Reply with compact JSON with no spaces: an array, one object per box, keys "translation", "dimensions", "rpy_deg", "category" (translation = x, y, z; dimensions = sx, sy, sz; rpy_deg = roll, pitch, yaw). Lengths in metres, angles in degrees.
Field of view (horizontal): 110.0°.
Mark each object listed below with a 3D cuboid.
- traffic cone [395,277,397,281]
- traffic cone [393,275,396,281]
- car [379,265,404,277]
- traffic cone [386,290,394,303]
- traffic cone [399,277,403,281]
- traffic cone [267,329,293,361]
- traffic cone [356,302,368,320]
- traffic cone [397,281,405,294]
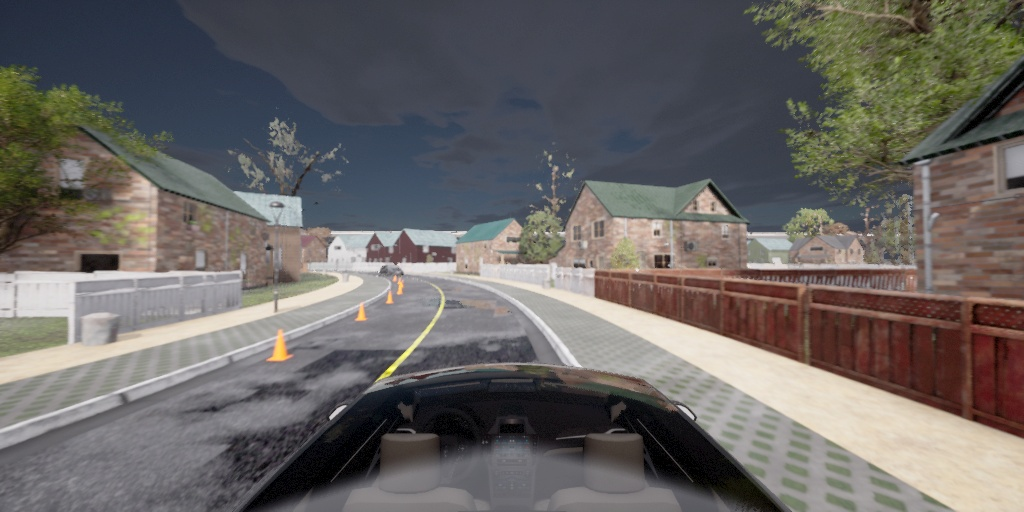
[{"translation":[-9.625,2.088,30.856],"dimensions":[0.340,0.580,0.340],"rpy_deg":[0,0,-21],"category":"traffic cone"},{"translation":[-11.513,2.143,35.311],"dimensions":[0.340,0.580,0.340],"rpy_deg":[0,0,-25],"category":"traffic cone"},{"translation":[-15.414,1.848,45.750],"dimensions":[1.812,1.442,4.674],"rpy_deg":[1,-1,-40],"category":"car"},{"translation":[-5.749,1.910,16.888],"dimensions":[0.340,0.580,0.340],"rpy_deg":[0,0,-10],"category":"traffic cone"},{"translation":[-8.031,2.031,26.287],"dimensions":[0.340,0.580,0.340],"rpy_deg":[0,0,-17],"category":"traffic cone"},{"translation":[-4.698,1.783,7.274],"dimensions":[0.340,0.580,0.340],"rpy_deg":[0,0,-3],"category":"traffic cone"},{"translation":[-5.068,1.847,12.098],"dimensions":[0.340,0.580,0.340],"rpy_deg":[0,0,-6],"category":"traffic cone"},{"translation":[-6.737,1.972,21.625],"dimensions":[0.340,0.580,0.340],"rpy_deg":[0,0,-14],"category":"traffic cone"}]
